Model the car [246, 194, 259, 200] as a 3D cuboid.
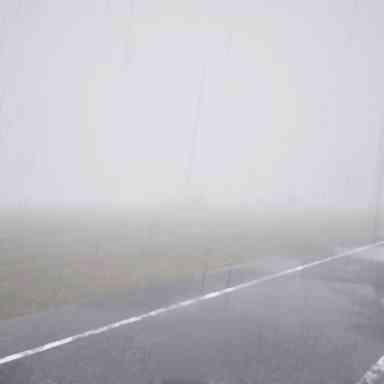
[{"bbox_3d":[13.157,1.299,73.017,1.837,1.490,4.892,1,0,-42],"label":"car"}]
